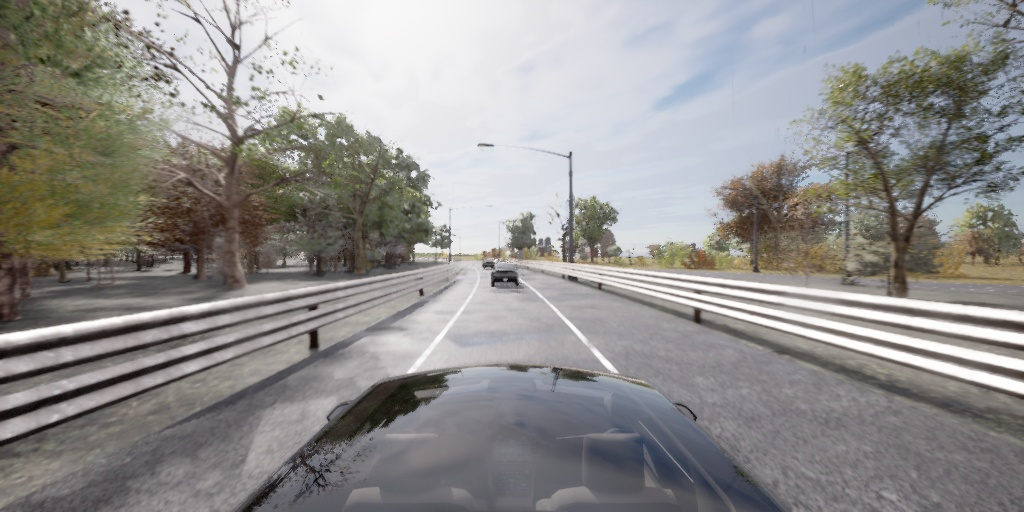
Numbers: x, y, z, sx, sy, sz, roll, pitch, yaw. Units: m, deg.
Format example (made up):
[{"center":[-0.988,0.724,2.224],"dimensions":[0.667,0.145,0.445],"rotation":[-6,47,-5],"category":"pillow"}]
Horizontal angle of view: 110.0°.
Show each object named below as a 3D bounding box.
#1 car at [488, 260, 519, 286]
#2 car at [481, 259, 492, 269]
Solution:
[{"center":[-0.592,1.263,25.501],"dimensions":[1.837,1.490,4.892],"rotation":[0,0,-4],"category":"car"},{"center":[-3.722,1.243,55.430],"dimensions":[1.837,1.490,4.892],"rotation":[0,0,-9],"category":"car"}]
